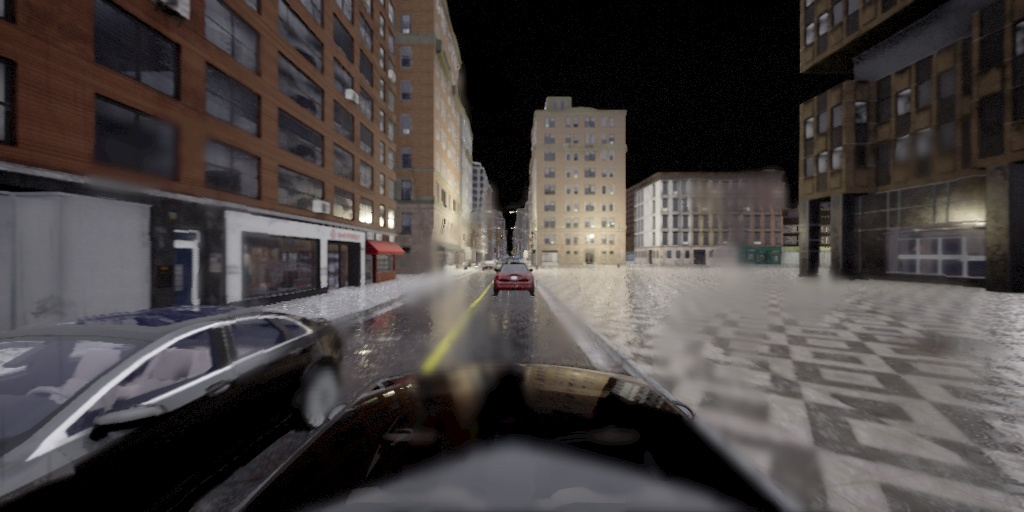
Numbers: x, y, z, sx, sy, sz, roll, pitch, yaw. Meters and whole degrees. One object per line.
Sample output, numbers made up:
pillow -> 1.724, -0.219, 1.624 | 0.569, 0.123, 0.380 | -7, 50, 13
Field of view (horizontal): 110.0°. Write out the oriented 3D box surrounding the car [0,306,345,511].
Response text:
car -> -3.101, 1.241, 2.765 | 2.128, 1.511, 4.902 | 0, 0, 0

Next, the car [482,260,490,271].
car -> -2.989, 1.294, 48.651 | 2.033, 1.411, 5.357 | 0, 0, 0

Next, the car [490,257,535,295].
car -> 0.104, 1.096, 19.748 | 2.097, 1.767, 4.553 | 0, 0, 0
